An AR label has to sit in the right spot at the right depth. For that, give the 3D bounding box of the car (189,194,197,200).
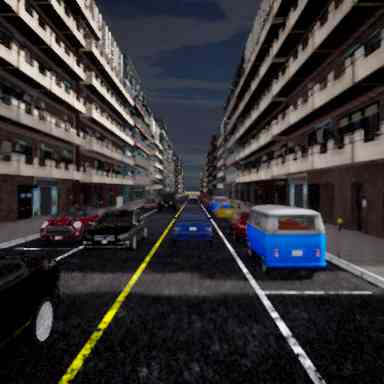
[{"bbox_3d":[0.239,1.362,85.853,1.882,1.535,5.008,0,0,0],"label":"car"}]

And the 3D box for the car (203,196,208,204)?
[{"bbox_3d":[2.803,1.556,44.499,1.947,1.339,4.313,-1,0,0],"label":"car"}]

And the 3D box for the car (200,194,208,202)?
[{"bbox_3d":[2.834,1.539,55.869,1.887,1.381,4.507,-1,0,0],"label":"car"}]

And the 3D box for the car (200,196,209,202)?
[{"bbox_3d":[2.898,1.562,78.608,2.008,1.369,4.403,-1,0,0],"label":"car"}]

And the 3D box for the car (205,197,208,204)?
[{"bbox_3d":[2.787,1.571,38.815,1.802,1.307,4.206,-1,0,0],"label":"car"}]

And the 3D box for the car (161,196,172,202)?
[{"bbox_3d":[-5.498,1.536,72.950,2.008,1.369,4.403,-1,0,0],"label":"car"}]

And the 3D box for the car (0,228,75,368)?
[{"bbox_3d":[-3.094,1.467,3.455,1.882,1.535,5.008,0,0,0],"label":"car"}]

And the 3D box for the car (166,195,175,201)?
[{"bbox_3d":[-5.467,1.541,84.319,1.887,1.381,4.507,-1,0,0],"label":"car"}]

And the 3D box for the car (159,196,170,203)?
[{"bbox_3d":[-5.515,1.506,67.095,1.752,1.417,4.829,-1,0,0],"label":"car"}]

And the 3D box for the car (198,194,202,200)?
[{"bbox_3d":[2.880,1.321,72.923,2.192,1.841,5.009,-1,0,0],"label":"car"}]

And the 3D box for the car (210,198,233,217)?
[{"bbox_3d":[2.755,1.515,27.615,1.752,1.417,4.829,-1,0,0],"label":"car"}]

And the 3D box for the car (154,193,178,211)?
[{"bbox_3d":[-2.892,1.184,40.390,2.150,2.045,5.566,0,0,0],"label":"car"}]

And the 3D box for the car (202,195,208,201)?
[{"bbox_3d":[2.819,1.573,50.184,1.802,1.307,4.206,-1,0,0],"label":"car"}]

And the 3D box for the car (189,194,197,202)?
[{"bbox_3d":[0.211,1.595,75.881,1.895,1.301,4.718,0,0,0],"label":"car"}]

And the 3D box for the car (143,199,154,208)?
[{"bbox_3d":[-5.577,1.551,44.526,1.802,1.307,4.206,-1,0,0],"label":"car"}]

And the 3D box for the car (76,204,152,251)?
[{"bbox_3d":[-3.053,1.485,14.068,1.837,1.490,4.892,0,0,0],"label":"car"}]

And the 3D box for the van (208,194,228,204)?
[{"bbox_3d":[2.769,1.330,33.130,1.690,1.788,3.998,-1,0,0],"label":"van"}]

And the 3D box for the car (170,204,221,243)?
[{"bbox_3d":[0.041,1.535,16.008,2.033,1.411,5.357,0,0,0],"label":"car"}]

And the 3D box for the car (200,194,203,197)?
[{"bbox_3d":[2.851,1.580,61.554,1.802,1.307,4.206,-1,0,0],"label":"car"}]

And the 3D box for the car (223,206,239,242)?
[{"bbox_3d":[2.723,1.576,16.075,1.802,1.307,4.206,-1,0,0],"label":"car"}]

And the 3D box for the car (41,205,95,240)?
[{"bbox_3d":[-5.668,1.414,16.101,1.967,1.590,4.097,0,0,0],"label":"car"}]

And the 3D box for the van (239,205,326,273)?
[{"bbox_3d":[2.707,1.339,10.391,1.690,1.788,3.998,0,0,0],"label":"van"}]
